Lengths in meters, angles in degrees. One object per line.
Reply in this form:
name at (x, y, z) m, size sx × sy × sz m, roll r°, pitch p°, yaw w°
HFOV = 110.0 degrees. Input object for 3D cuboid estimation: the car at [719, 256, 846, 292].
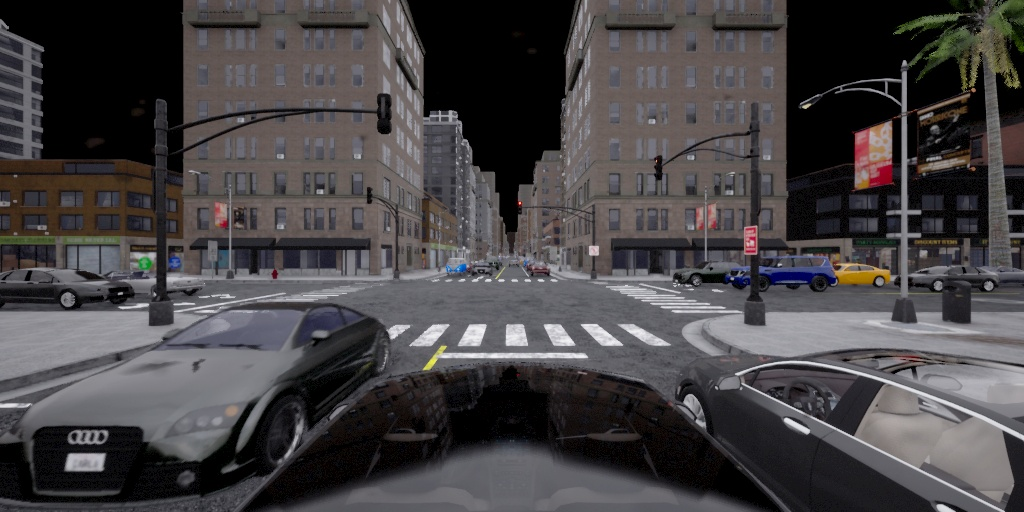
car at (15.705, 0.993, 21.079) m, size 5.566 × 2.045 × 2.150 m, roll 0°, pitch 0°, yaw 0°

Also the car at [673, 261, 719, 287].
car at (13.401, 1.116, 24.316) m, size 4.553 × 1.767 × 2.097 m, roll 0°, pitch 0°, yaw 0°

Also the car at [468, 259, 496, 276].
car at (-2.970, 1.315, 36.657) m, size 1.994 × 1.385 × 4.181 m, roll 0°, pitch 0°, yaw 0°

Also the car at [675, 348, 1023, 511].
car at (2.668, 1.300, 2.334) m, size 2.007 × 1.370 × 4.403 m, roll 0°, pitch 0°, yaw 0°

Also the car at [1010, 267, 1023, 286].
car at (32.624, 1.363, 24.425) m, size 4.181 × 1.385 × 1.994 m, roll 0°, pitch 0°, yaw -1°

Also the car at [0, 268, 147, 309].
car at (-17.945, 1.232, 14.189) m, size 4.892 × 1.490 × 1.837 m, roll 0°, pitch 0°, yaw 0°

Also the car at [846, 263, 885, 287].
car at (22.615, 1.257, 24.367) m, size 5.008 × 1.535 × 1.882 m, roll 0°, pitch 0°, yaw 0°

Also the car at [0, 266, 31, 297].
car at (-26.893, 1.235, 17.389) m, size 4.674 × 1.442 × 1.812 m, roll 0°, pitch 0°, yaw 0°

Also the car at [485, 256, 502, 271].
car at (-2.907, 0.976, 50.656) m, size 2.150 × 2.045 × 5.566 m, roll 0°, pitch 0°, yaw 0°

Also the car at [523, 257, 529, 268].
car at (2.847, 1.192, 48.322) m, size 1.967 × 1.591 × 4.097 m, roll 0°, pitch 0°, yaw 0°

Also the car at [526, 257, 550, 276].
car at (2.800, 1.191, 36.984) m, size 1.967 × 1.591 × 4.097 m, roll 0°, pitch 0°, yaw 0°

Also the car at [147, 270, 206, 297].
car at (-17.906, 1.324, 17.438) m, size 4.718 × 1.301 × 1.895 m, roll 0°, pitch 0°, yaw 0°

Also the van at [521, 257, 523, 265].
van at (2.893, 1.093, 59.661) m, size 1.690 × 1.789 × 3.998 m, roll 0°, pitch 0°, yaw 0°

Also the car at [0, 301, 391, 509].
car at (-3.099, 1.314, 4.596) m, size 1.994 × 1.385 × 4.181 m, roll 0°, pitch 0°, yaw 0°

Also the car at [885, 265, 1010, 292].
car at (25.528, 1.294, 21.135) m, size 4.892 × 1.490 × 1.837 m, roll 0°, pitch 0°, yaw 0°

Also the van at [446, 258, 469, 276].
van at (-5.725, 1.092, 37.017) m, size 1.690 × 1.789 × 3.998 m, roll 0°, pitch 0°, yaw 0°
